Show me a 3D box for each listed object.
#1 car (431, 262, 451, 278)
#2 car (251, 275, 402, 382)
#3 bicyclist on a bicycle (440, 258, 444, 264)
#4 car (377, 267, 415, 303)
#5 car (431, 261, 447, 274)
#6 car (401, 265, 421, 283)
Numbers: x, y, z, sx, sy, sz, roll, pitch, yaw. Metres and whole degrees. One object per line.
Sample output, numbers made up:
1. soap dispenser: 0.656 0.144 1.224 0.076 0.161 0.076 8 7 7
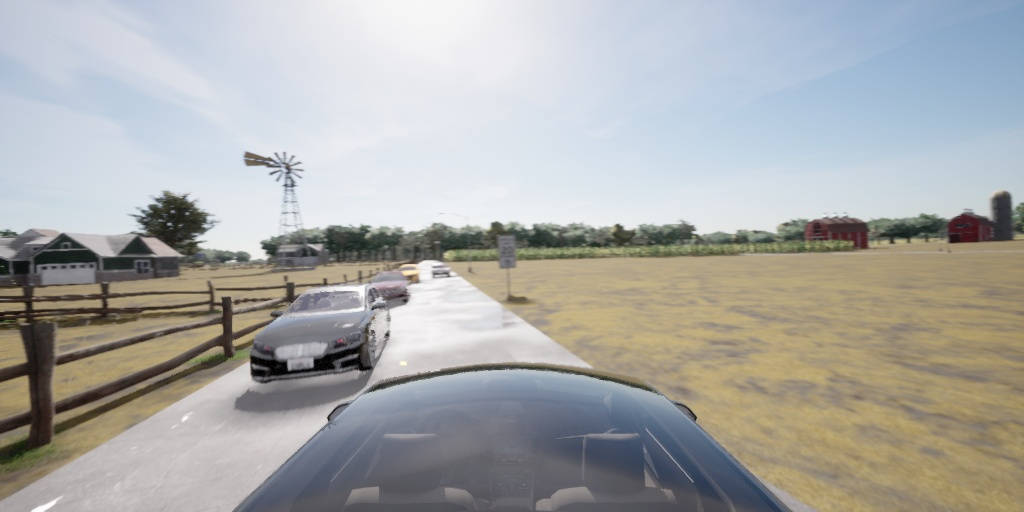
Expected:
1. car: -7.497 1.537 37.798 1.895 1.301 4.718 -3 0 -12
2. car: -3.805 1.407 7.877 2.128 1.511 4.902 -3 0 -13
3. bicyclist on a bicycle: -10.750 1.380 55.751 0.582 1.620 1.656 -3 0 -12
4. car: -6.081 1.507 17.961 1.812 1.442 4.674 -3 0 -12
5. car: -9.863 1.501 48.295 2.033 1.411 5.357 -3 0 -12
6. car: -9.077 1.536 31.601 1.882 1.535 5.008 -3 1 -12
